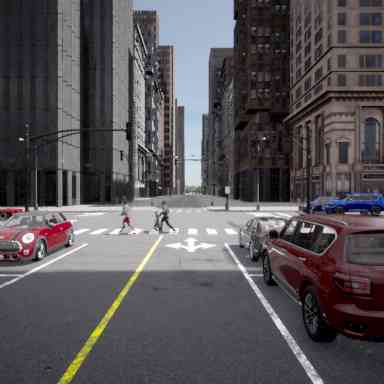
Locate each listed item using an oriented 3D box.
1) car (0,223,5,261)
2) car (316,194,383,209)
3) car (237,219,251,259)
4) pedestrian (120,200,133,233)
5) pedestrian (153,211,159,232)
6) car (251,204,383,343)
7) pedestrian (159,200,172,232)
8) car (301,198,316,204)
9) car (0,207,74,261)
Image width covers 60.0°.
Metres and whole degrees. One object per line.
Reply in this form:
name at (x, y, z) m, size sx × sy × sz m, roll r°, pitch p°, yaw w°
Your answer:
car at (-5.783, 1.525, 6.211) m, size 1.752 × 1.417 × 4.829 m, roll 0°, pitch 0°, yaw 0°
car at (14.975, 1.167, 30.883) m, size 5.566 × 2.045 × 2.150 m, roll 0°, pitch 0°, yaw -2°
car at (2.727, 1.550, 12.008) m, size 2.008 × 1.369 × 4.403 m, roll 0°, pitch 0°, yaw 0°
pedestrian at (-3.442, 1.292, 17.473) m, size 0.375 × 1.860 × 0.375 m, roll 0°, pitch 0°, yaw 0°
pedestrian at (-1.911, 1.581, 18.678) m, size 0.375 × 1.300 × 0.375 m, roll 0°, pitch 0°, yaw 0°
car at (2.741, 1.314, 6.406) m, size 2.192 × 1.841 × 5.009 m, roll 0°, pitch 0°, yaw 0°
pedestrian at (-1.450, 1.298, 18.076) m, size 0.375 × 1.860 × 0.375 m, roll 0°, pitch 0°, yaw 0°
car at (13.302, 1.289, 34.119) m, size 4.553 × 1.767 × 2.097 m, roll 0°, pitch 0°, yaw 0°
car at (-5.799, 1.439, 11.983) m, size 1.967 × 1.590 × 4.097 m, roll 0°, pitch 0°, yaw 0°
